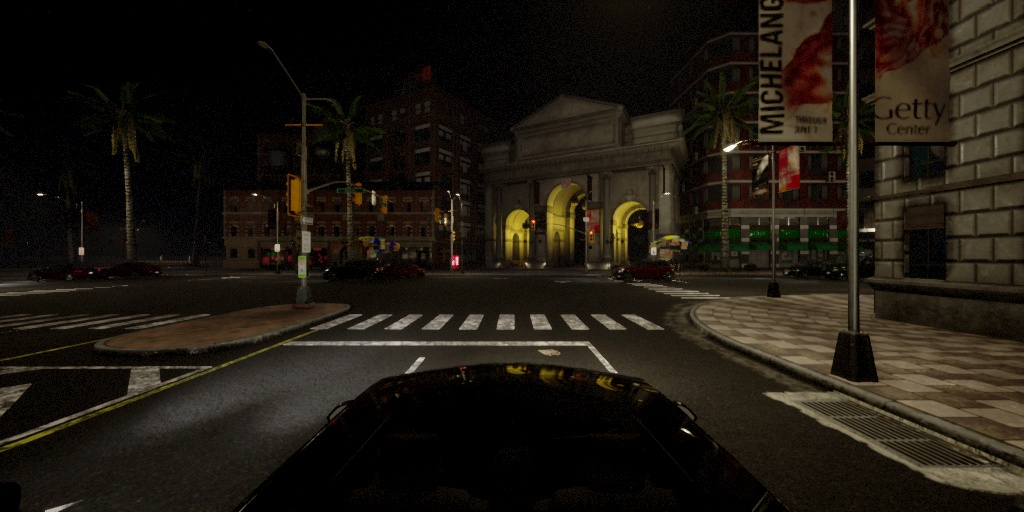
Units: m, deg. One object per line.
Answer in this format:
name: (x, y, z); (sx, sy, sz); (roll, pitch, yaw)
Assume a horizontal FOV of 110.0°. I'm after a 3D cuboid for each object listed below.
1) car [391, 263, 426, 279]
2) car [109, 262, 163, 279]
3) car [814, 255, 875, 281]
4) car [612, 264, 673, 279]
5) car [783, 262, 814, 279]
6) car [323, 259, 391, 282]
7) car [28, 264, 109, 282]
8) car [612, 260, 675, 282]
car: (-9.858, 1.314, 31.976); (4.181, 1.385, 1.994); (0, 0, 0)
car: (-34.094, 1.276, 32.128); (4.674, 1.442, 1.812); (0, 0, 0)
car: (27.679, 0.971, 28.215); (5.566, 2.045, 2.150); (0, 0, 1)
car: (11.504, 1.351, 31.839); (4.718, 1.301, 1.895); (0, 0, 0)
car: (26.747, 1.241, 31.695); (4.902, 1.511, 2.128); (0, 0, 1)
car: (-12.427, 1.102, 28.492); (4.553, 1.767, 2.097); (0, 0, 0)
car: (-35.624, 1.314, 28.638); (4.181, 1.385, 1.994); (0, 0, 0)
car: (10.296, 1.101, 28.345); (4.553, 1.767, 2.097); (0, 0, 0)
